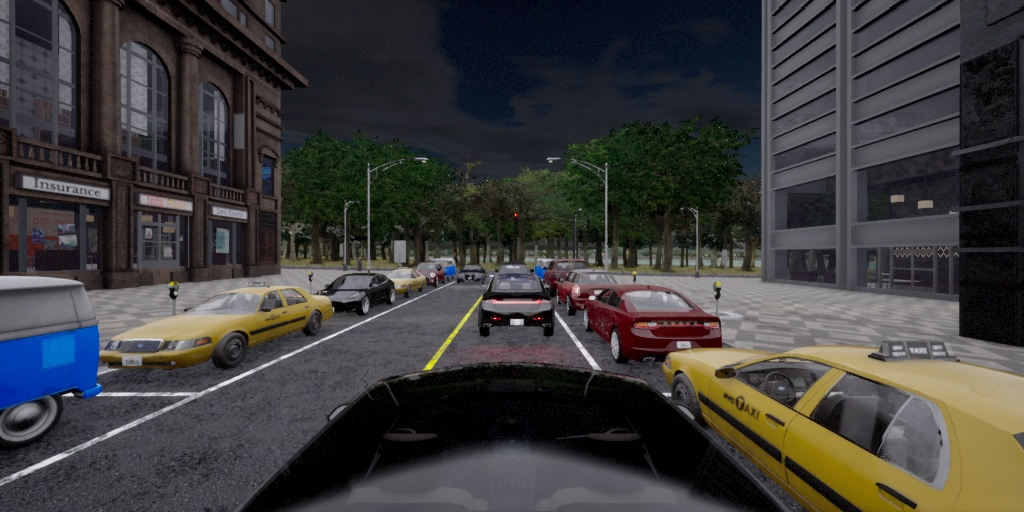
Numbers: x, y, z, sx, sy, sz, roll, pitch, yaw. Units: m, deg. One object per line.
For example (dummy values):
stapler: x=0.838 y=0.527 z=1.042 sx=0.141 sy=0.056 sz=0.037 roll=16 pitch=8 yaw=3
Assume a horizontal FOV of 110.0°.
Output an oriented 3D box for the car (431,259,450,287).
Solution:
car: x=-5.728 y=1.192 z=24.327 sx=1.967 sy=1.591 sz=4.097 roll=0 pitch=0 yaw=0

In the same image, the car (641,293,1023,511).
car: x=2.763 y=1.275 z=2.734 sx=1.751 sy=1.417 sz=4.829 roll=0 pitch=0 yaw=0

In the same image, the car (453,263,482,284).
car: x=-2.960 y=1.364 z=27.145 sx=1.994 sy=1.385 sz=4.181 roll=0 pitch=0 yaw=0

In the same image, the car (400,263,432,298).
car: x=-5.737 y=1.277 z=18.720 sx=1.751 sy=1.417 sz=4.829 roll=0 pitch=0 yaw=0

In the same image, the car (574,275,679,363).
car: x=2.772 y=1.295 z=8.002 sx=1.888 sy=1.381 sz=4.507 roll=0 pitch=0 yaw=0

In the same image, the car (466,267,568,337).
car: x=0.114 y=1.242 z=10.316 sx=2.128 sy=1.511 sz=4.902 roll=0 pitch=0 yaw=0

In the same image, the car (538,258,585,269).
car: x=2.789 y=1.066 z=18.877 sx=2.192 sy=1.841 sz=5.009 roll=0 pitch=0 yaw=0

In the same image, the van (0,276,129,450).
van: x=-5.762 y=1.091 z=2.578 sx=1.690 sy=1.789 sz=3.998 roll=0 pitch=0 yaw=0

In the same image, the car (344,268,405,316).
car: x=-5.745 y=1.316 z=13.452 sx=1.948 sy=1.339 sz=4.313 roll=0 pitch=0 yaw=0

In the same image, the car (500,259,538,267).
car: x=0.128 y=1.103 z=19.281 sx=2.097 sy=1.767 sz=4.553 roll=0 pitch=0 yaw=1

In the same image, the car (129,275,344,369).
car: x=-5.754 y=1.275 z=7.845 sx=1.751 sy=1.417 sz=4.829 roll=0 pitch=0 yaw=0

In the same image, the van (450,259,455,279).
van: x=-5.719 y=1.094 z=29.765 sx=1.690 sy=1.789 sz=3.998 roll=0 pitch=0 yaw=0

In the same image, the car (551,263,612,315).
car: x=2.780 y=1.190 z=13.439 sx=1.967 sy=1.591 sz=4.097 roll=0 pitch=0 yaw=0
